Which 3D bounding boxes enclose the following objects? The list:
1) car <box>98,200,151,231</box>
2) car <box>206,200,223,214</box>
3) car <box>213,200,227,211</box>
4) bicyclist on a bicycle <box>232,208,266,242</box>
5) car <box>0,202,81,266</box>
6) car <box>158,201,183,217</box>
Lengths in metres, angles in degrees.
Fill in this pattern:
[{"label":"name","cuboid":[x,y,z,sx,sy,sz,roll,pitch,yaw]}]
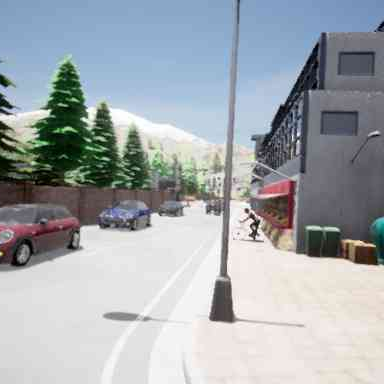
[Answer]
[{"label":"car","cuboid":[-4.069,1.326,20.818,2.097,1.767,4.553,3,0,9]},{"label":"car","cuboid":[2.877,1.957,41.993,1.837,1.490,4.892,3,0,9]},{"label":"car","cuboid":[4.566,2.106,53.136,1.837,1.490,4.892,3,0,9]},{"label":"bicyclist on a bicycle","cuboid":[2.778,1.605,16.140,1.656,1.620,0.582,3,0,9]},{"label":"car","cuboid":[-5.564,1.195,10.995,2.097,1.767,4.553,3,0,9]},{"label":"car","cuboid":[-2.101,1.654,33.741,1.837,1.490,4.892,3,-1,9]}]
